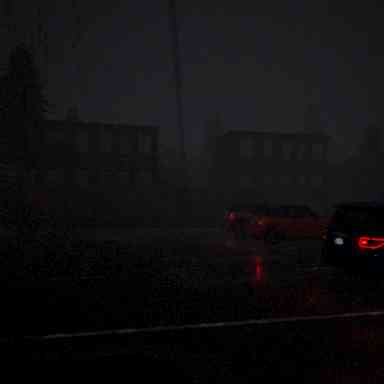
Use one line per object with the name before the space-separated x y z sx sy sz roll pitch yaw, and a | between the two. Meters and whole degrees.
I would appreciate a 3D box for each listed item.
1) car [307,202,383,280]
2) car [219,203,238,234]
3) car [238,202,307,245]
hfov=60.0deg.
car | 6.133 1.287 8.499 5.566 2.045 2.150 0 0 -12
car | 3.937 1.384 18.771 4.553 1.767 2.097 1 0 -12
car | 4.800 1.396 15.375 4.553 1.767 2.097 1 0 -12
